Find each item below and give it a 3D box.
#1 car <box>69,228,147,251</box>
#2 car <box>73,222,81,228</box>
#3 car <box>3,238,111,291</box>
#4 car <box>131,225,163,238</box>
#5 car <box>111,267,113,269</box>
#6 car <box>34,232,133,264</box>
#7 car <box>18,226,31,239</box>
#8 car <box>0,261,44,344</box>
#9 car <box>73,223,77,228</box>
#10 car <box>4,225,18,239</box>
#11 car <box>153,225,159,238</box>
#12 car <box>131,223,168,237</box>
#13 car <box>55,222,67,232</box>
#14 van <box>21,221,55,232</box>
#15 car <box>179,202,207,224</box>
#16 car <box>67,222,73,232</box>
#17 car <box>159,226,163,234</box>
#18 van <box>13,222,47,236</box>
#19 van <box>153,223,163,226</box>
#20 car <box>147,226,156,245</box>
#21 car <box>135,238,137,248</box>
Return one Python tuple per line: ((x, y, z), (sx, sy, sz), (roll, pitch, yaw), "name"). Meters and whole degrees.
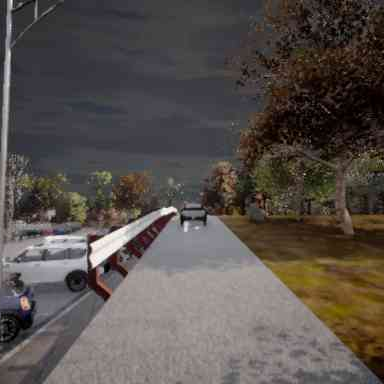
((-6.899, 4.250, 27.232), (5.566, 2.045, 2.435), (2, -4, -20), "car")
((-23.989, 6.803, 63.375), (5.566, 2.045, 2.435), (1, -4, -20), "car")
((-6.842, 3.396, 15.167), (5.566, 2.045, 2.435), (2, -4, -20), "car")
((-6.934, 6.081, 51.352), (4.553, 1.767, 2.185), (2, -4, -20), "car")
((-6.862, 3.889, 18.163), (4.792, 1.488, 2.163), (2, -4, -20), "car")
((-6.812, 3.825, 21.219), (5.566, 2.045, 2.435), (2, -5, -20), "car")
((-23.879, 5.600, 42.721), (4.892, 1.521, 2.231), (1, -4, -20), "car")
((-6.769, 3.097, 9.155), (4.553, 1.767, 2.185), (2, -4, -20), "car")
((-23.935, 6.878, 60.445), (4.792, 1.488, 2.163), (1, -5, -20), "car")
((-23.898, 5.264, 39.762), (4.553, 1.767, 2.185), (1, -5, -20), "car")
((-6.968, 5.442, 42.303), (4.553, 1.767, 2.185), (2, -5, -20), "car")
((-6.998, 6.166, 54.351), (5.566, 2.045, 2.435), (2, -4, -20), "car")
((-23.908, 6.181, 54.554), (5.566, 2.045, 2.435), (1, -5, -20), "car")
((-24.027, 5.996, 51.541), (4.442, 1.987, 1.878), (1, -4, -20), "van")
((0.097, 1.506, 24.590), (2.128, 1.511, 4.902), (0, 0, 0), "car")
((-23.919, 6.389, 57.506), (5.566, 2.045, 2.435), (1, -5, -20), "car")
((-6.937, 5.781, 45.307), (4.892, 1.521, 2.231), (2, -4, -20), "car")
((-24.016, 5.788, 48.589), (4.442, 1.987, 1.878), (1, -4, -20), "van")
((-6.846, 5.772, 48.383), (4.442, 1.987, 1.878), (2, -5, -20), "van")
((-6.865, 4.678, 33.280), (5.566, 2.045, 2.435), (2, -5, -20), "car")
((-6.871, 4.289, 24.215), (4.892, 1.521, 2.231), (2, -5, -20), "car")
